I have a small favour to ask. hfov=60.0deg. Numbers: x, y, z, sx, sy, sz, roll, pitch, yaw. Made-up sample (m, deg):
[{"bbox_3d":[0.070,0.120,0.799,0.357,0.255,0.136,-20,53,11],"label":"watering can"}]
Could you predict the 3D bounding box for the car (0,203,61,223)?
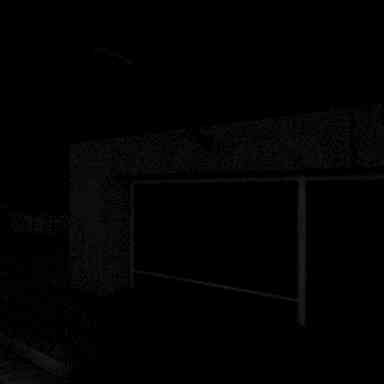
[{"bbox_3d":[-12.770,1.529,25.380,2.033,1.411,5.357,0,0,39],"label":"car"}]
